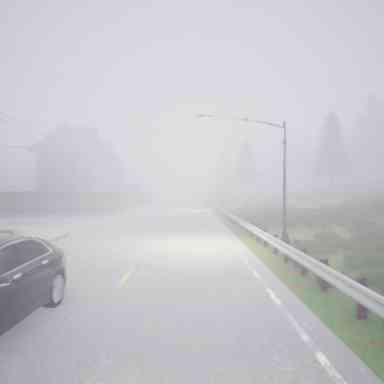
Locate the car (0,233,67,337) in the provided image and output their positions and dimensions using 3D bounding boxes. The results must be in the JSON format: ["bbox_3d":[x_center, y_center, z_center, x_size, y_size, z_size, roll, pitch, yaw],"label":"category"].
[{"bbox_3d":[-3.558,1.503,5.188,1.837,1.490,4.892,0,0,1],"label":"car"}]
